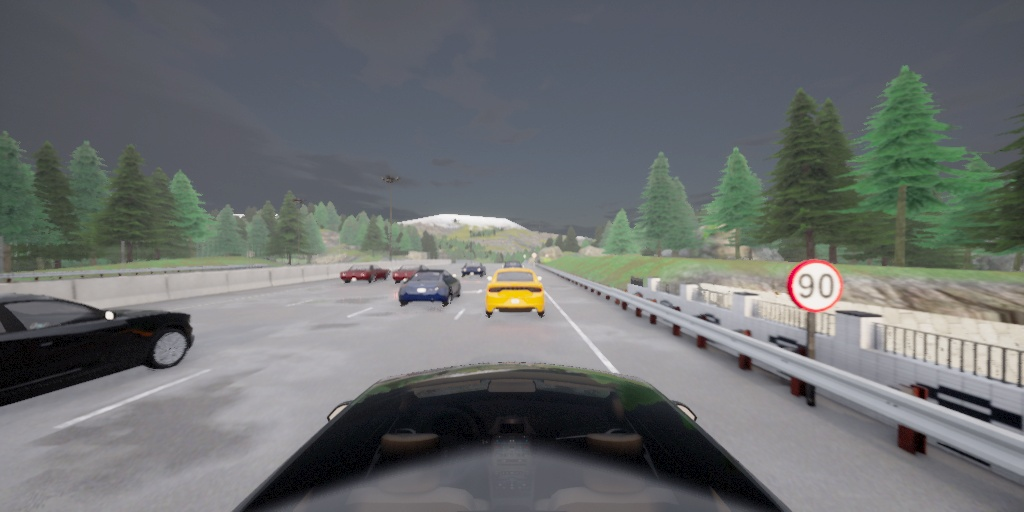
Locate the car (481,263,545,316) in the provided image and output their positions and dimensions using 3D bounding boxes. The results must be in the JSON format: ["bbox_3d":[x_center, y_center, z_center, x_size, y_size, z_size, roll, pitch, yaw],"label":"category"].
[{"bbox_3d":[0.099,1.173,13.063,1.882,1.535,5.008,0,0,0],"label":"car"}]

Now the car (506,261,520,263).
[{"bbox_3d":[0.096,1.158,32.018,2.033,1.411,5.357,0,0,0],"label":"car"}]

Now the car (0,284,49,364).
[{"bbox_3d":[-10.400,1.283,4.580,2.033,1.411,5.357,0,0,0],"label":"car"}]

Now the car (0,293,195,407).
[{"bbox_3d":[-6.899,1.213,4.671,1.882,1.535,5.008,0,0,0],"label":"car"}]

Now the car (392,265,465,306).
[{"bbox_3d":[-3.401,1.249,15.489,1.994,1.385,4.181,0,0,0],"label":"car"}]

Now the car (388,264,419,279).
[{"bbox_3d":[-6.901,1.243,25.609,1.895,1.301,4.718,0,0,0],"label":"car"}]

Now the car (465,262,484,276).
[{"bbox_3d":[-3.402,1.211,32.723,1.895,1.301,4.718,0,0,0],"label":"car"}]

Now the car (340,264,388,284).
[{"bbox_3d":[-10.402,1.242,25.829,1.895,1.301,4.718,0,0,0],"label":"car"}]
